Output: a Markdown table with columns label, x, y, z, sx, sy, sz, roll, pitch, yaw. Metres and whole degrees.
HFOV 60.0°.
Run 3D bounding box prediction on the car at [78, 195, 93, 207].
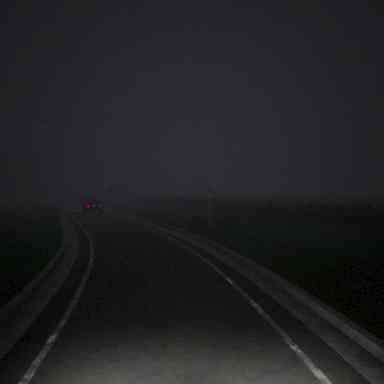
| label | x | y | z | sx | sy | sz | roll | pitch | yaw |
| --- | --- | --- | --- | --- | --- | --- | --- | --- | --- |
| car | -14.908 | 1.257 | 46.395 | 1.812 | 1.442 | 4.674 | 0 | 1 | -21 |

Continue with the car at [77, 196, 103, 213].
| label | x | y | z | sx | sy | sz | roll | pitch | yaw |
| --- | --- | --- | --- | --- | --- | --- | --- | --- | --- |
| car | -10.196 | 1.348 | 33.833 | 2.033 | 1.411 | 5.357 | 0 | 0 | -21 |
